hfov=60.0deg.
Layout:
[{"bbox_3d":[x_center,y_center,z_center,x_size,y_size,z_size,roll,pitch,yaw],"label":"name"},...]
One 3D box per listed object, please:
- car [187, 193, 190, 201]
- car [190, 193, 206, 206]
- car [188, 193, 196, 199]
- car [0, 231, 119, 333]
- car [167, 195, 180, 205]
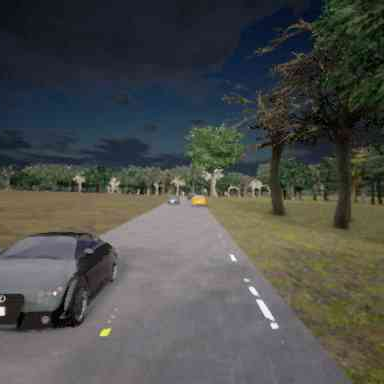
[{"bbox_3d":[0.003,1.083,66.173,1.837,1.490,4.892,0,1,0],"label":"car"},{"bbox_3d":[0.964,1.219,47.638,1.882,1.535,5.008,0,1,0],"label":"car"},{"bbox_3d":[0.003,0.927,81.576,1.895,1.301,4.718,0,0,0],"label":"car"},{"bbox_3d":[-2.848,1.540,6.825,1.994,1.385,4.181,0,0,0],"label":"car"},{"bbox_3d":[-2.814,1.202,51.004,2.128,1.511,4.902,0,1,0],"label":"car"}]
